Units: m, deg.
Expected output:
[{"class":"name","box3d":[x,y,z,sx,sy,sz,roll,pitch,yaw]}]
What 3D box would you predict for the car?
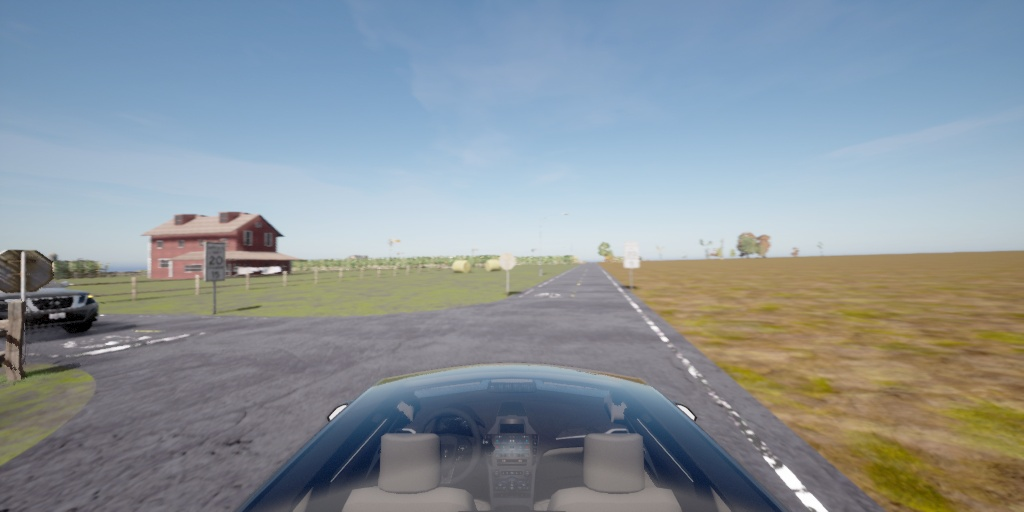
[{"class":"car","box3d":[-15.217,1.355,10.477,5.566,2.045,2.150,-1,-1,12]}]
